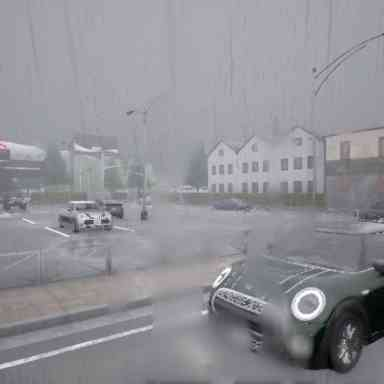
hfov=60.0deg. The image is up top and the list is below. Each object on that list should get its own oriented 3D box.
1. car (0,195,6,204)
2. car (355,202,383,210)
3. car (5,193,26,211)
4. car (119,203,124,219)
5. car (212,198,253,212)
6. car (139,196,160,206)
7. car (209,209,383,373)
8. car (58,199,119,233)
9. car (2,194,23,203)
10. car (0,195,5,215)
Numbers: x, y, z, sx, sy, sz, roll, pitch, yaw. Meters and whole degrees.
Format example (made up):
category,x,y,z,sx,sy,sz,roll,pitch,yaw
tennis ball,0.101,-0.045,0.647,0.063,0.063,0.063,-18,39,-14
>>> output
category,x,y,z,sx,sy,sz,roll,pitch,yaw
car,-39.548,1.495,65.854,4.611,1.667,2.242,0,0,-36
car,14.090,1.371,23.031,2.033,1.411,5.357,0,0,-39
car,-20.193,1.092,37.895,1.905,1.878,3.866,0,0,-36
car,-6.810,1.313,25.488,2.007,1.523,4.514,0,0,-36
car,4.402,1.371,36.163,2.033,1.411,5.357,0,0,-35
car,-6.748,1.364,51.985,1.812,1.442,4.674,0,0,-35
car,2.474,1.352,5.759,4.553,1.767,2.097,0,0,-36
car,-5.683,1.248,17.625,1.970,1.475,3.806,0,0,-36
car,-39.319,1.328,72.983,3.866,1.878,1.905,0,0,-36
car,-18.283,1.113,29.585,1.932,1.855,4.605,0,0,-36
